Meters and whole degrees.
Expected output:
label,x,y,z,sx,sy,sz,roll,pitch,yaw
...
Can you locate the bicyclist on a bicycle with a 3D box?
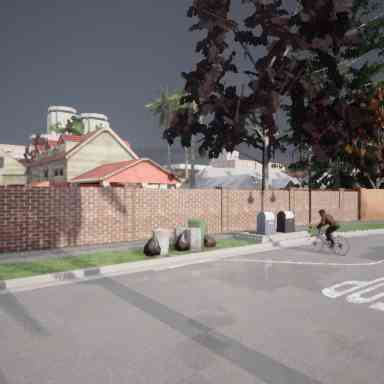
label,x,y,z,sx,sy,sz,roll,pitch,yaw
bicyclist on a bicycle,4.893,1.457,12.065,0.582,1.620,1.656,0,-2,-38
